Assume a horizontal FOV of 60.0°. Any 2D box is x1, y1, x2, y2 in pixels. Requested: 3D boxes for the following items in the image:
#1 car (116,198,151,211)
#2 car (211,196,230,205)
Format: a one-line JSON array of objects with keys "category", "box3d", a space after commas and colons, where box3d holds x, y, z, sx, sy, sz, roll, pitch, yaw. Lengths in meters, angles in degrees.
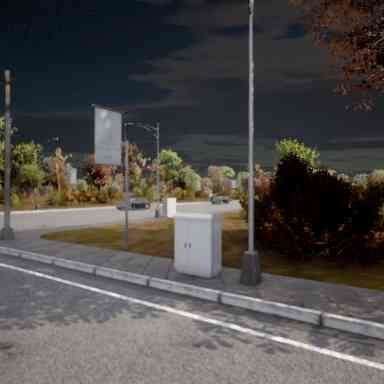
[{"category": "car", "box3d": [-6.955, 1.444, 39.797, 1.837, 1.490, 4.892, 0, 0, 32]}, {"category": "car", "box3d": [5.073, 1.447, 58.535, 1.837, 1.490, 4.892, 0, 0, 33]}]
